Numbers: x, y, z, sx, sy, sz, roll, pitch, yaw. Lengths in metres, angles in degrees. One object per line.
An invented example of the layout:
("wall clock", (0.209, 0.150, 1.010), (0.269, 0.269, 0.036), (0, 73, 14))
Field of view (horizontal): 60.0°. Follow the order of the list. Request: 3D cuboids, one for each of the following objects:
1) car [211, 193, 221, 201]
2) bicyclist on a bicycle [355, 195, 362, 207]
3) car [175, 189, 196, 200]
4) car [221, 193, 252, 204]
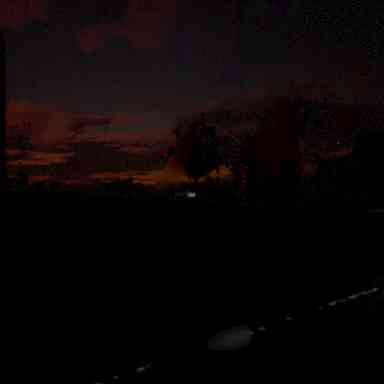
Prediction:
("car", (5.343, 0.938, 59.639), (1.812, 1.442, 4.674), (0, 1, -34))
("bicyclist on a bicycle", (21.209, 1.153, 42.359), (1.656, 1.620, 0.582), (0, 1, -35))
("car", (-1.449, 0.476, 69.273), (2.150, 2.045, 5.566), (0, 1, -35))
("car", (7.209, 0.997, 51.963), (1.882, 1.535, 5.008), (0, 1, -35))
